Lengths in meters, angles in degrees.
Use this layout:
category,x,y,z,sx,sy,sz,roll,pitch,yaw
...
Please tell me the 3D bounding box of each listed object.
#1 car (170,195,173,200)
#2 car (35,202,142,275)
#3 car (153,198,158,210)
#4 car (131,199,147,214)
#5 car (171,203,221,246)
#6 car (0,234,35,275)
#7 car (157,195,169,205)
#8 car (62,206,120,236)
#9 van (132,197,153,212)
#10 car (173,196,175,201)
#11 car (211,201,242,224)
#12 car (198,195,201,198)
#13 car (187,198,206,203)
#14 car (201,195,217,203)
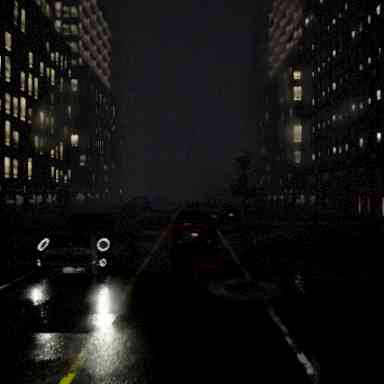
category,x,y,z,sx,sy,sz,roll,pitch,yaw
car,-5.693,1.681,70.514,1.947,1.339,4.313,0,0,0
car,-3.098,1.373,10.586,2.097,1.767,4.553,0,0,0
car,-5.691,1.657,42.053,1.802,1.307,4.206,0,0,0
car,-5.691,1.601,30.669,1.887,1.381,4.507,0,0,0
car,0.098,1.508,15.375,1.882,1.535,5.008,0,0,0
car,-5.689,1.597,7.898,1.802,1.307,4.206,0,0,0
car,-5.692,1.540,59.129,1.967,1.590,4.097,0,0,0
car,-5.690,1.587,19.284,2.008,1.369,4.403,0,0,0
van,-5.690,1.407,36.362,1.690,1.788,3.998,0,0,0
car,-5.695,1.668,93.112,1.752,1.417,4.829,0,0,0
car,2.690,1.614,24.964,1.947,1.339,4.313,0,0,0
car,2.688,1.635,64.978,1.752,1.417,4.829,0,0,0
car,0.096,1.625,32.703,1.994,1.385,4.181,0,0,0
car,2.690,1.526,47.731,1.967,1.590,4.097,0,0,0
